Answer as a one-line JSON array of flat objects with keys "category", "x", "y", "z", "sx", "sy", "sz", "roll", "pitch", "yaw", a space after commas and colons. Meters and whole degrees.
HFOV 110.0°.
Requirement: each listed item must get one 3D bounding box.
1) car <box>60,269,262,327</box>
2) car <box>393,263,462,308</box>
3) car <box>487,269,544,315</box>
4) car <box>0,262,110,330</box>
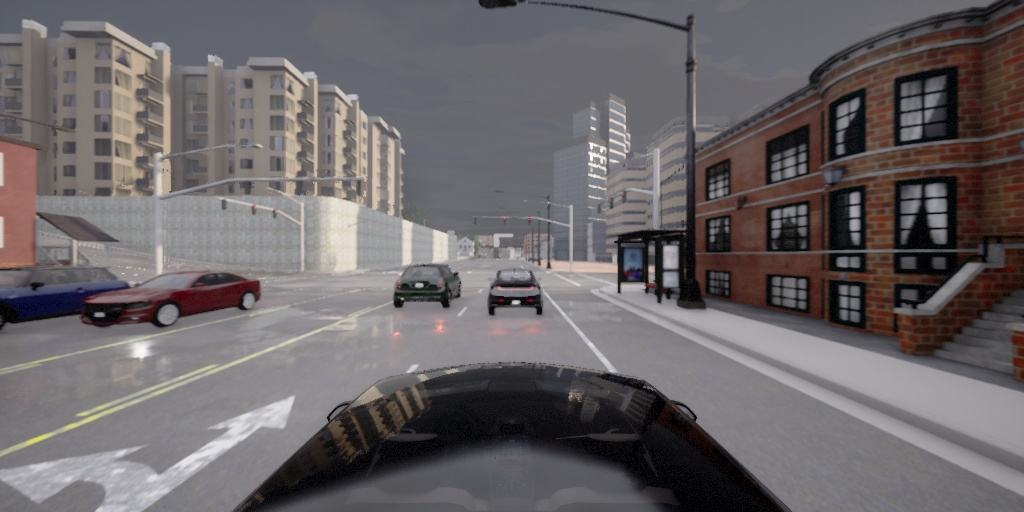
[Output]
[{"category": "car", "x": -10.500, "y": 1.219, "z": 11.626, "sx": 1.882, "sy": 1.535, "sz": 5.008, "roll": 0, "pitch": 0, "yaw": 0}, {"category": "car", "x": -3.415, "y": 1.079, "z": 15.309, "sx": 2.097, "sy": 1.767, "sz": 4.553, "roll": 0, "pitch": 0, "yaw": 0}, {"category": "car", "x": 0.104, "y": 1.222, "z": 13.417, "sx": 2.128, "sy": 1.511, "sz": 4.902, "roll": 0, "pitch": 0, "yaw": 0}, {"category": "car", "x": -14.015, "y": 1.087, "z": 10.297, "sx": 2.097, "sy": 1.767, "sz": 4.553, "roll": 0, "pitch": 0, "yaw": 0}]
